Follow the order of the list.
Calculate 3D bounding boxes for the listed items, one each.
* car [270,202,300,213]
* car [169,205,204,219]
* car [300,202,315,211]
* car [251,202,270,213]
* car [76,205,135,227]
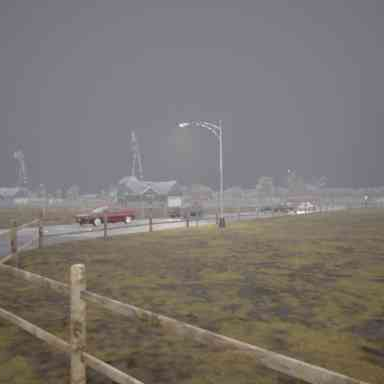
[{"bbox_3d":[13.436,2.244,47.919,1.837,1.490,4.892,-2,-2,36],"label":"car"},{"bbox_3d":[-0.546,2.072,34.728,1.994,1.385,4.181,-2,-2,35],"label":"car"},{"bbox_3d":[19.453,2.456,56.324,1.812,1.442,4.674,-2,-2,36],"label":"car"},{"bbox_3d":[10.562,2.330,50.168,2.128,1.511,4.902,-2,-2,36],"label":"car"},{"bbox_3d":[-6.704,1.811,26.123,1.882,1.535,5.008,-2,-2,36],"label":"car"}]
